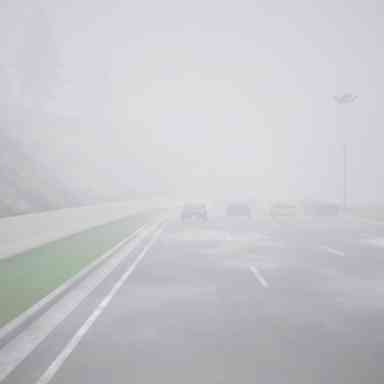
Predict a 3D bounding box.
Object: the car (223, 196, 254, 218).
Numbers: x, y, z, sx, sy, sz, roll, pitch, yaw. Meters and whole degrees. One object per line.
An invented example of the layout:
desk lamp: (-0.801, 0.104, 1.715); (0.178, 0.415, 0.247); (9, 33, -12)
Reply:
car: (3.872, 1.343, 28.388); (1.882, 1.535, 5.008); (0, 0, 4)

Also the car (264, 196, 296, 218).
car: (7.344, 1.345, 28.085); (1.882, 1.535, 5.008); (0, 0, 4)

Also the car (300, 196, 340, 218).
car: (10.864, 1.343, 28.300); (1.882, 1.535, 5.008); (0, 0, 4)

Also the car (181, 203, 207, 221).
car: (0.207, 1.478, 25.744); (1.895, 1.301, 4.718); (0, 0, 2)

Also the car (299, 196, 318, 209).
car: (15.408, 1.299, 43.812); (1.837, 1.490, 4.892); (0, 1, 27)

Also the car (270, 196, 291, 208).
car: (11.850, 1.314, 44.482); (1.812, 1.442, 4.674); (0, 0, 26)

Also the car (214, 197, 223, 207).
car: (4.464, 1.347, 45.727); (1.994, 1.385, 4.181); (0, 0, 23)

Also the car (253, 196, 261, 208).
car: (7.961, 1.296, 44.418); (1.837, 1.490, 4.892); (0, 1, 23)
